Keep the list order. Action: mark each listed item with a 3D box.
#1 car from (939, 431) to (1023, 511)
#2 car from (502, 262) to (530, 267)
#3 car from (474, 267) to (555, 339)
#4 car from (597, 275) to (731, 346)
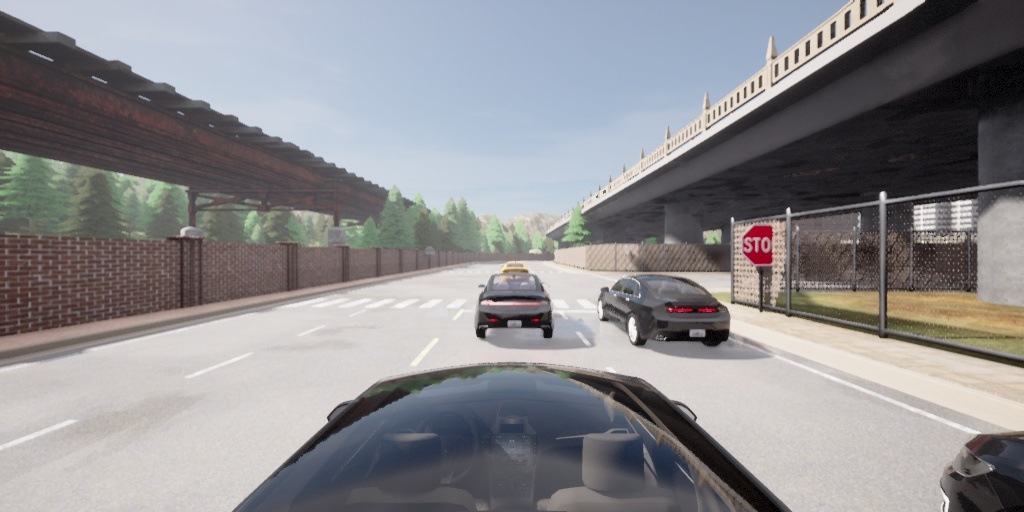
[{"bbox_3d":[3.556,1.260,0.126,1.837,1.490,4.892,0,0,0],"label":"car"},{"bbox_3d":[0.270,1.152,26.232,1.882,1.535,5.008,0,1,1],"label":"car"},{"bbox_3d":[0.057,1.216,9.999,2.128,1.511,4.902,0,0,0],"label":"car"},{"bbox_3d":[3.559,1.232,9.298,1.837,1.490,4.892,0,0,0],"label":"car"}]
